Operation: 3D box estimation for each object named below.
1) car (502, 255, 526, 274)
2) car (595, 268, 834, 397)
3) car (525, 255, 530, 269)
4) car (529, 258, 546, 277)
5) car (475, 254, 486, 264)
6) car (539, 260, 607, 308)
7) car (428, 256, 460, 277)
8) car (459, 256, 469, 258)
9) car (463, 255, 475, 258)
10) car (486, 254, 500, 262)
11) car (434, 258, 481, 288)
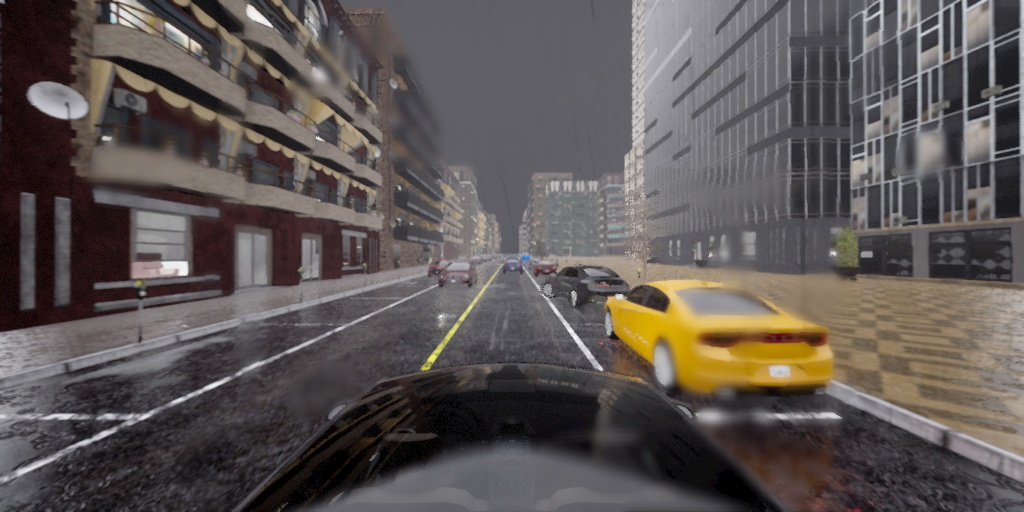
[{"bbox_3d":[0.069,0.883,34.113,1.812,1.442,4.674,0,1,0],"label":"car"},{"bbox_3d":[3.137,1.167,6.671,1.882,1.535,5.008,0,1,0],"label":"car"},{"bbox_3d":[2.673,0.827,40.748,2.007,1.370,4.403,0,0,0],"label":"car"},{"bbox_3d":[2.678,0.956,29.609,1.888,1.381,4.507,0,0,0],"label":"car"},{"bbox_3d":[-5.716,0.658,57.453,1.802,1.307,4.207,0,0,0],"label":"car"},{"bbox_3d":[2.778,1.103,14.295,1.837,1.490,4.892,0,1,-13],"label":"car"},{"bbox_3d":[-5.703,0.956,29.606,1.888,1.381,4.507,0,0,0],"label":"car"},{"bbox_3d":[-5.705,0.910,35.176,1.948,1.339,4.313,0,0,0],"label":"car"},{"bbox_3d":[-5.708,0.716,40.745,1.967,1.591,4.097,0,0,0],"label":"car"},{"bbox_3d":[-3.029,0.267,62.972,2.033,1.411,5.357,0,1,0],"label":"car"},{"bbox_3d":[-3.108,1.037,21.365,1.812,1.442,4.674,0,1,0],"label":"car"}]
